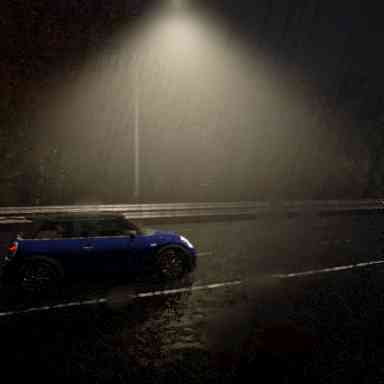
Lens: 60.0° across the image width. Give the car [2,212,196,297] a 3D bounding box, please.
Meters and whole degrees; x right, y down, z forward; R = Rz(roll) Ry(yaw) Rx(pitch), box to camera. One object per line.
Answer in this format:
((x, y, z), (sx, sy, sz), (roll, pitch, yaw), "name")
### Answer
((-2.180, 1.287, 8.466), (4.553, 1.767, 2.097), (0, 0, -24), "car")
